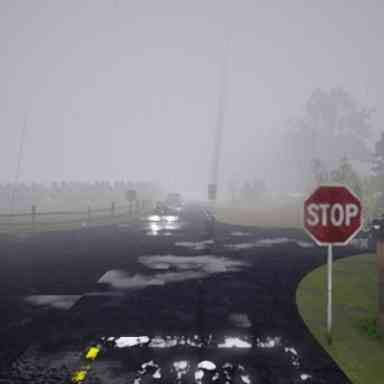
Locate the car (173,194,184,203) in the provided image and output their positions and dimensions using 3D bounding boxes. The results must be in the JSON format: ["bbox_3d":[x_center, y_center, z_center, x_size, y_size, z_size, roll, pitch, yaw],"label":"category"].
[{"bbox_3d":[-2.632,1.277,66.103,2.097,1.767,4.553,0,0,0],"label":"car"}]

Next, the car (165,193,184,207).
[{"bbox_3d":[-2.747,1.111,50.002,2.150,2.045,5.566,0,0,0],"label":"car"}]

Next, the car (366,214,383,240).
[{"bbox_3d":[9.436,1.336,13.573,4.181,1.385,1.994,-1,0,-4],"label":"car"}]

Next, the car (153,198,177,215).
[{"bbox_3d":[-2.790,1.519,33.230,1.895,1.301,4.718,0,0,0],"label":"car"}]
